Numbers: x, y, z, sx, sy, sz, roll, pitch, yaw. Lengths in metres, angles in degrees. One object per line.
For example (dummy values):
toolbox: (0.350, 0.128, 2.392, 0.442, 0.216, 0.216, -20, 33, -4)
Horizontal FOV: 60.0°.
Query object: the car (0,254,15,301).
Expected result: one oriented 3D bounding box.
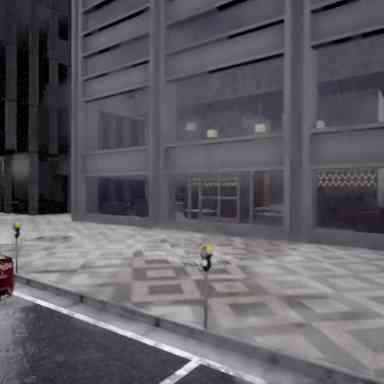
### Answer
car: (-5.405, 1.484, 6.820, 4.507, 1.381, 1.887, 1, 0, 36)
